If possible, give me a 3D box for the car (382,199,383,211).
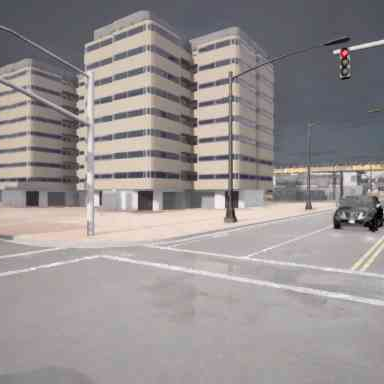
[{"bbox_3d":[24.829,1.525,40.936,2.033,1.411,5.357,0,0,35],"label":"car"}]

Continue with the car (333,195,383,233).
[{"bbox_3d":[10.308,1.248,20.418,2.150,2.045,5.566,0,0,35],"label":"car"}]
